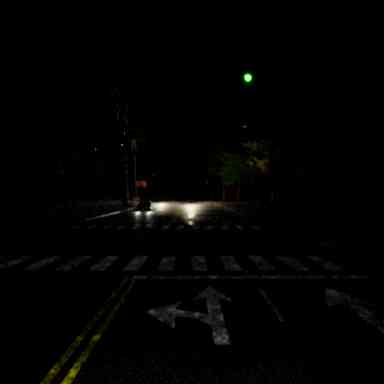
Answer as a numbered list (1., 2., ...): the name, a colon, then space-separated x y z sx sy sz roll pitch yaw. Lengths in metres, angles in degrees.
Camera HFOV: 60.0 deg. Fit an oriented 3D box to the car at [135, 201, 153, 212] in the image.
1. car: -6.520 1.949 45.689 1.812 1.442 4.674 0 1 0
